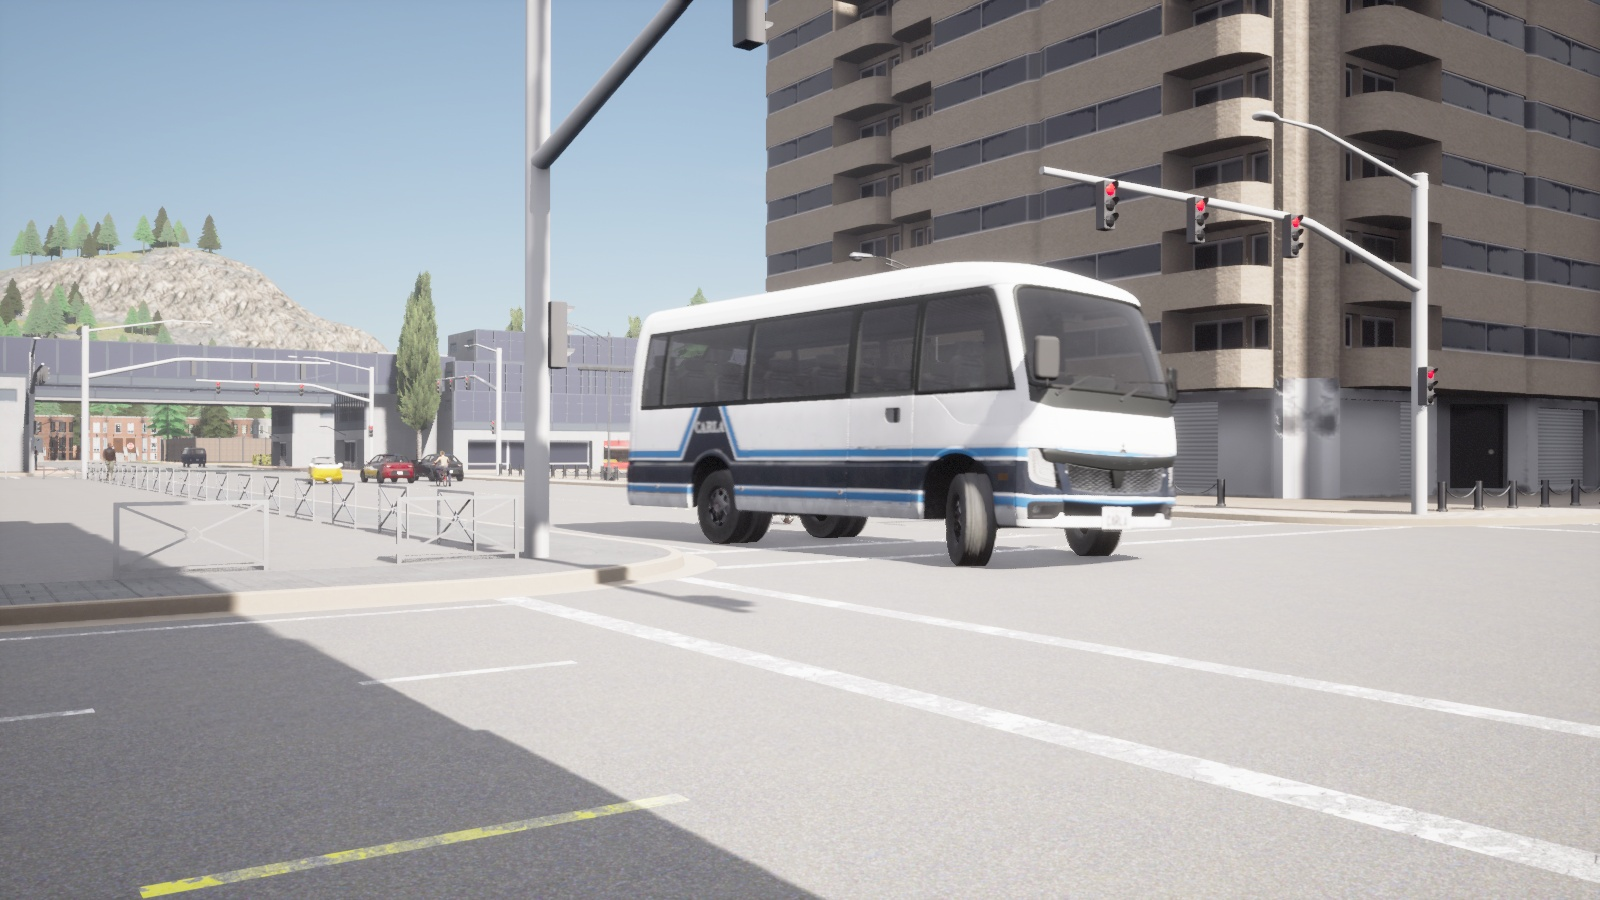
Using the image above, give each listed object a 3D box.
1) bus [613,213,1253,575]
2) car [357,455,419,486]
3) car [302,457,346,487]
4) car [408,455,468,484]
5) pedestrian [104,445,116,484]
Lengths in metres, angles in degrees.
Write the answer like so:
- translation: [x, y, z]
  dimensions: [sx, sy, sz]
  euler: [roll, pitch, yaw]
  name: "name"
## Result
- translation: [1.425, -0.545, 19.962]
  dimensions: [3.944, 4.253, 10.273]
  euler: [3, -2, -39]
  name: "bus"
- translation: [-20.704, 1.012, 63.020]
  dimensions: [1.816, 1.474, 4.193]
  euler: [0, 0, -35]
  name: "car"
- translation: [-22.627, 1.049, 59.662]
  dimensions: [1.481, 1.376, 2.207]
  euler: [0, -1, -34]
  name: "car"
- translation: [-19.461, 1.020, 67.379]
  dimensions: [1.816, 1.474, 4.193]
  euler: [0, 0, -35]
  name: "car"
- translation: [-32.882, 0.675, 59.845]
  dimensions: [0.431, 1.840, 0.703]
  euler: [0, 0, -35]
  name: "pedestrian"
